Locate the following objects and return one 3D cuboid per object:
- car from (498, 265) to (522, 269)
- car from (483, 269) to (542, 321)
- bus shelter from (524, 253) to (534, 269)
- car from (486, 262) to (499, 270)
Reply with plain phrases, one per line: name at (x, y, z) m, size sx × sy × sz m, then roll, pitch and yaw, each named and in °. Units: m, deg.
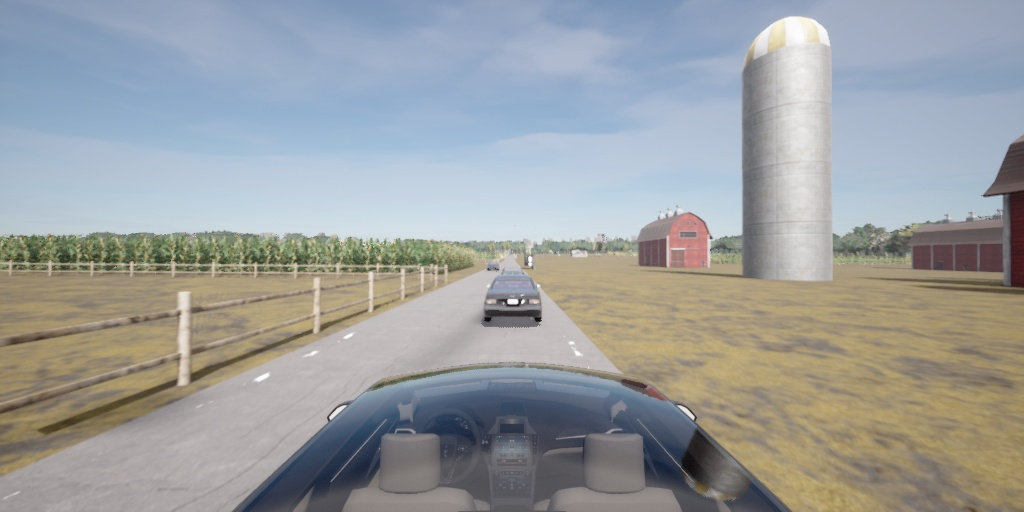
car at (0.064, 1.483, 29.869) m, size 1.895 × 1.301 × 4.718 m, roll 0°, pitch 0°, yaw 0°
car at (0.044, 1.340, 12.593) m, size 2.033 × 1.411 × 5.357 m, roll 0°, pitch 0°, yaw 1°
bus shelter at (3.125, 0.942, 64.124) m, size 1.920 × 2.740 × 3.880 m, roll 0°, pitch 0°, yaw 0°
car at (-2.829, 1.556, 53.732) m, size 2.033 × 1.411 × 5.357 m, roll 0°, pitch 0°, yaw 0°
